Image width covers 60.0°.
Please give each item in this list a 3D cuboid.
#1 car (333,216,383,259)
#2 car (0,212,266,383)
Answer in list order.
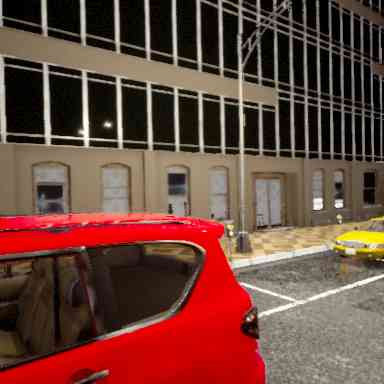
[{"bbox_3d":[6.690,1.443,11.335,4.829,1.417,1.752,0,-1,-36],"label":"car"},{"bbox_3d":[-1.996,1.226,1.954,5.566,2.045,2.150,0,0,-36],"label":"car"}]
